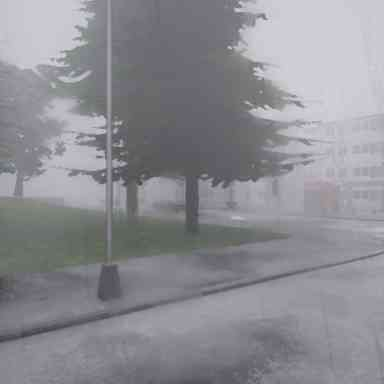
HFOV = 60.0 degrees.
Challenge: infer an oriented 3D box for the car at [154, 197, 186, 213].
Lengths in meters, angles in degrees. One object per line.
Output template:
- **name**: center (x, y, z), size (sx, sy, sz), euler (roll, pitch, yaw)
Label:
- **car**: center (-2.420, 1.571, 37.371), size (1.895, 1.301, 4.718), euler (0, 0, -35)

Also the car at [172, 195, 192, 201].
- **car**: center (-2.467, 1.602, 85.111), size (4.974, 1.542, 2.038), euler (0, 0, -6)

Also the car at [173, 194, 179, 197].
- **car**: center (-2.519, 1.444, 85.106), size (4.536, 1.218, 1.853), euler (0, 0, -6)

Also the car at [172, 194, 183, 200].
- **car**: center (-3.813, 1.358, 87.587), size (1.845, 1.501, 3.633), euler (0, 0, -24)

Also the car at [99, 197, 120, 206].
- **car**: center (-13.116, 1.485, 52.557), size (1.837, 1.490, 4.892), euler (0, 0, -35)
